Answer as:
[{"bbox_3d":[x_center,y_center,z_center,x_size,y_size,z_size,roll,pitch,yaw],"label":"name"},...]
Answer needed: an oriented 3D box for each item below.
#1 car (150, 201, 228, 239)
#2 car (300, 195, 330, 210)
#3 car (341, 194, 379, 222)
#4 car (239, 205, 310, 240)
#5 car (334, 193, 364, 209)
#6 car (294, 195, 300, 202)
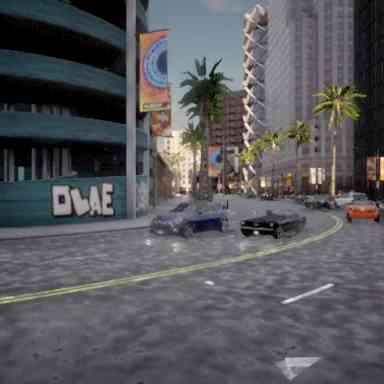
[{"bbox_3d":[-0.041,1.318,17.452,2.097,1.767,4.553,0,0,40],"label":"car"},{"bbox_3d":[15.596,1.274,41.835,2.097,1.767,4.553,0,0,1],"label":"car"},{"bbox_3d":[13.145,1.304,26.027,2.097,1.767,4.553,0,0,21],"label":"car"},{"bbox_3d":[4.282,1.568,17.154,1.895,1.301,4.718,0,0,36],"label":"car"},{"bbox_3d":[19.122,1.146,40.203,2.150,2.045,5.566,0,0,2],"label":"car"},{"bbox_3d":[21.788,1.357,65.871,2.231,1.521,4.892,0,0,-1],"label":"car"}]
